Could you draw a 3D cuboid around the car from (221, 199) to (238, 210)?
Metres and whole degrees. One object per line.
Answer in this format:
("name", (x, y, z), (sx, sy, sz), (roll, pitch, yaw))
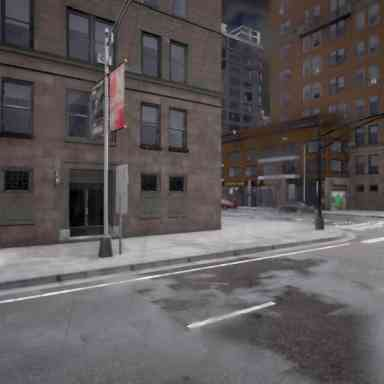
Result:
("car", (4.164, 1.594, 43.257), (1.802, 1.307, 4.206), (0, 0, -35))

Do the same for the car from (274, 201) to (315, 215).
("car", (10.520, 1.580, 34.251), (1.947, 1.339, 4.313), (0, 0, -35))
